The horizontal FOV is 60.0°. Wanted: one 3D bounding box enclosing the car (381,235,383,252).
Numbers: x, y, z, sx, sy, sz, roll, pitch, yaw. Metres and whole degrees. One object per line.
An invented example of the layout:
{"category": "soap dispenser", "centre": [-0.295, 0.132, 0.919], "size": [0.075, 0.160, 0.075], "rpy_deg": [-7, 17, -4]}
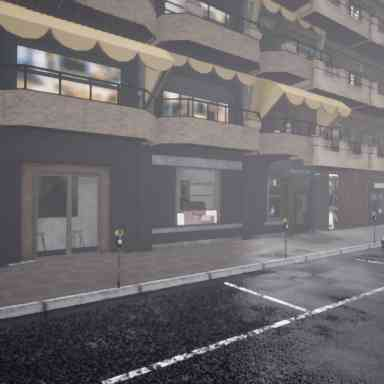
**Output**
{"category": "car", "centre": [8.558, 1.554, 12.072], "size": [4.403, 1.369, 2.008], "rpy_deg": [0, 0, -35]}
